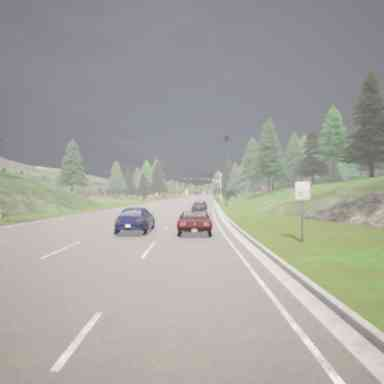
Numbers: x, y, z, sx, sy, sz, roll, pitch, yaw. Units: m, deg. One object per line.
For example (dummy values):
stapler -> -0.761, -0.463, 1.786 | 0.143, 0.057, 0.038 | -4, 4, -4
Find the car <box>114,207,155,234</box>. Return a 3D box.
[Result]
car -> -3.324, 1.630, 19.732 | 1.812, 1.442, 4.674 | 0, 0, 1

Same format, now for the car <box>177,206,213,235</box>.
car -> 0.164, 1.703, 19.317 | 1.895, 1.301, 4.718 | 0, 0, 1

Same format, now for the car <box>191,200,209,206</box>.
car -> 0.960, 1.704, 40.254 | 2.128, 1.511, 4.902 | 0, 0, 3
